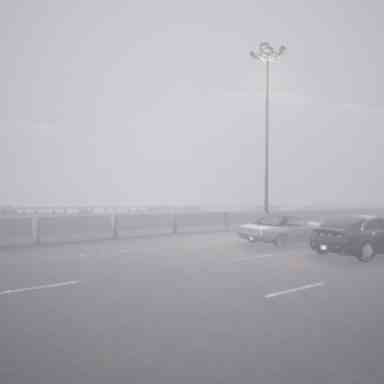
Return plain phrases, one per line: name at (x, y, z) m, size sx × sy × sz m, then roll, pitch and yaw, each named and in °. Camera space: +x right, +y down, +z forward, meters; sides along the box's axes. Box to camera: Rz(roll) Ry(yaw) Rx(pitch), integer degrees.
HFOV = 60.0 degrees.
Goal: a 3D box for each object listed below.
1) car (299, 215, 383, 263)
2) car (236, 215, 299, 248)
car at (6.553, 1.635, 12.559) m, size 4.892 × 1.490 × 1.837 m, roll 0°, pitch 0°, yaw -31°
car at (4.448, 1.728, 15.382) m, size 4.718 × 1.301 × 1.895 m, roll 1°, pitch 0°, yaw -31°
